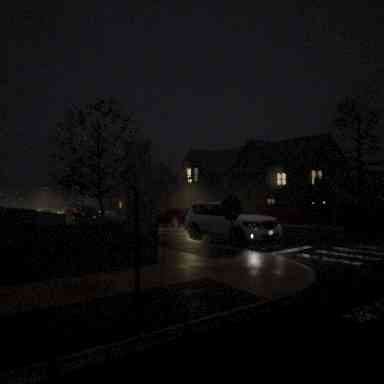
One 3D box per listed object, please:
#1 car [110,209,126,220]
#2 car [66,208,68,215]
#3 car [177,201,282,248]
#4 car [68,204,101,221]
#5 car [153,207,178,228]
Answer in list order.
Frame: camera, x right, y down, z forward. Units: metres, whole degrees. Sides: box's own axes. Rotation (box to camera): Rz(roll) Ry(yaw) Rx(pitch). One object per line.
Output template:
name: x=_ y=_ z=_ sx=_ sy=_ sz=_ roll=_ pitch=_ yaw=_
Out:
car: x=-4.973 y=2.074 z=26.270 sx=1.812 sy=1.442 sz=4.674 roll=-1 pitch=-1 yaw=-35
car: x=-16.400 y=2.416 z=47.208 sx=2.097 sy=1.767 sz=4.553 roll=-1 pitch=-1 yaw=-35
car: x=1.839 y=1.494 z=16.780 sx=2.150 sy=2.045 sz=5.566 roll=-1 pitch=-1 yaw=-36
car: x=-11.009 y=2.299 z=34.701 sx=1.837 sy=1.490 sz=4.892 roll=-1 pitch=-1 yaw=-36
car: x=-1.306 y=1.929 z=26.258 sx=1.882 sy=1.535 sz=5.008 roll=-1 pitch=-1 yaw=-36
